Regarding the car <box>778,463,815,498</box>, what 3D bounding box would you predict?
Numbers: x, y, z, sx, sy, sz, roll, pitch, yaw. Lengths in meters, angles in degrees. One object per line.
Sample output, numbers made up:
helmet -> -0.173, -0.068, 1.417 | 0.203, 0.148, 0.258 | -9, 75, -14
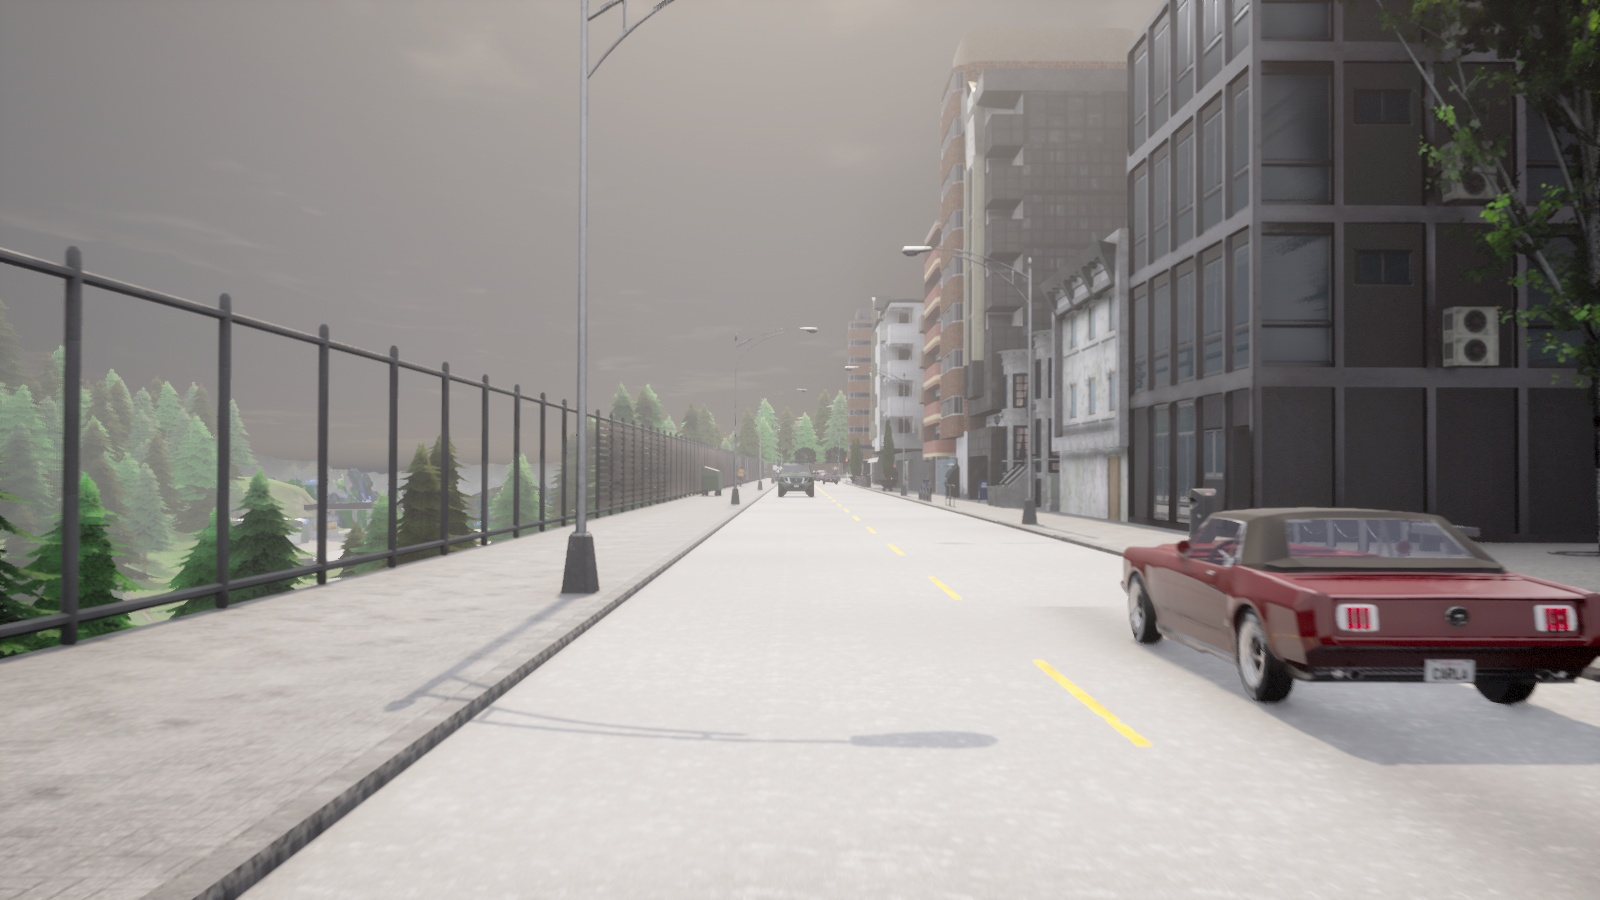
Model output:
car -> -0.214, 1.812, 76.325 | 2.150, 2.045, 5.566 | 0, -1, 0

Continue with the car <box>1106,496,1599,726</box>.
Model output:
car -> 3.970, 1.067, 10.011 | 1.895, 1.301, 4.718 | 0, -1, 0
